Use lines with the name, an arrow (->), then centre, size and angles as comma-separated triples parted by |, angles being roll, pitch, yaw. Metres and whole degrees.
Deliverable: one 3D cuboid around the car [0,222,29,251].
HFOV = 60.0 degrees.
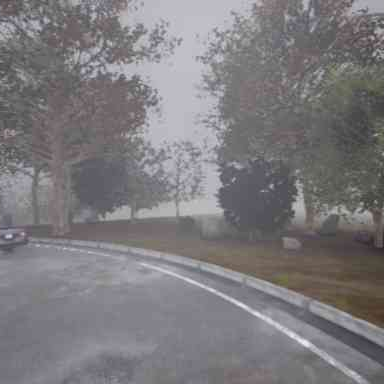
car -> -9.164, 1.775, 13.569 | 5.357, 1.411, 2.033 | -1, 0, 25
